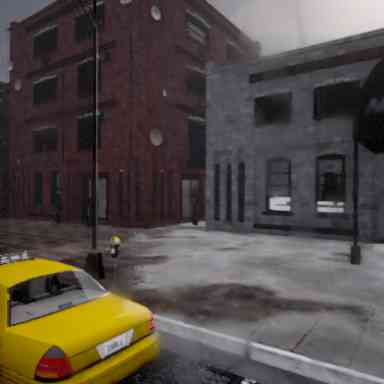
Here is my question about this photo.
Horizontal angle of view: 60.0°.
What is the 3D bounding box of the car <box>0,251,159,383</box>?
[{"bbox_3d":[-2.673,1.541,4.769,4.829,1.417,1.752,0,0,35],"label":"car"}]
